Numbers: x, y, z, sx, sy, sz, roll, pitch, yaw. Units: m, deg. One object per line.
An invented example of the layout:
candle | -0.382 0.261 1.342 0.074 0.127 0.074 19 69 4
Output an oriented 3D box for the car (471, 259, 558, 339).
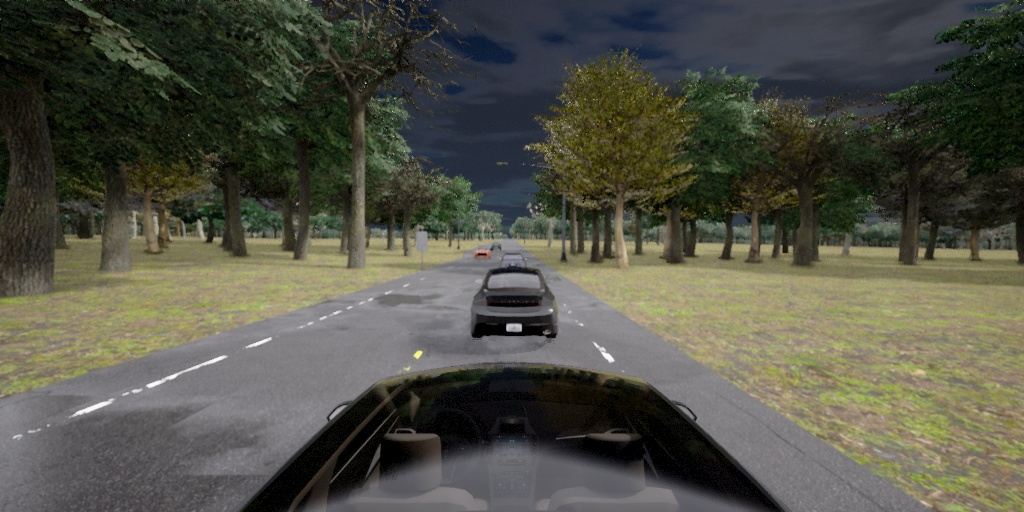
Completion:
car | 0.059 1.010 9.174 1.837 1.490 4.892 0 2 0

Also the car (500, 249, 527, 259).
car | 0.072 0.482 25.361 2.033 1.411 5.357 0 2 0

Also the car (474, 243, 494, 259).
car | -3.774 -0.561 46.346 2.097 1.767 4.553 0 3 -2
